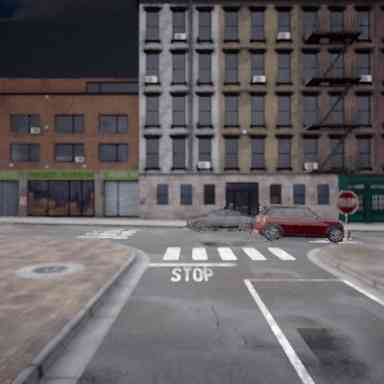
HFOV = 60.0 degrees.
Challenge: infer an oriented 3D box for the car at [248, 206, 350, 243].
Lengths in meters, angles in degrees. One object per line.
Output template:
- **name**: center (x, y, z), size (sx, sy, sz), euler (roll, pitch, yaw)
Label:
- **car**: center (5.454, 1.520, 16.785), size (4.553, 1.767, 2.097), euler (1, -1, 0)

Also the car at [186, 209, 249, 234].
- **car**: center (1.751, 1.686, 19.752), size (4.181, 1.385, 1.994), euler (1, -1, 0)
